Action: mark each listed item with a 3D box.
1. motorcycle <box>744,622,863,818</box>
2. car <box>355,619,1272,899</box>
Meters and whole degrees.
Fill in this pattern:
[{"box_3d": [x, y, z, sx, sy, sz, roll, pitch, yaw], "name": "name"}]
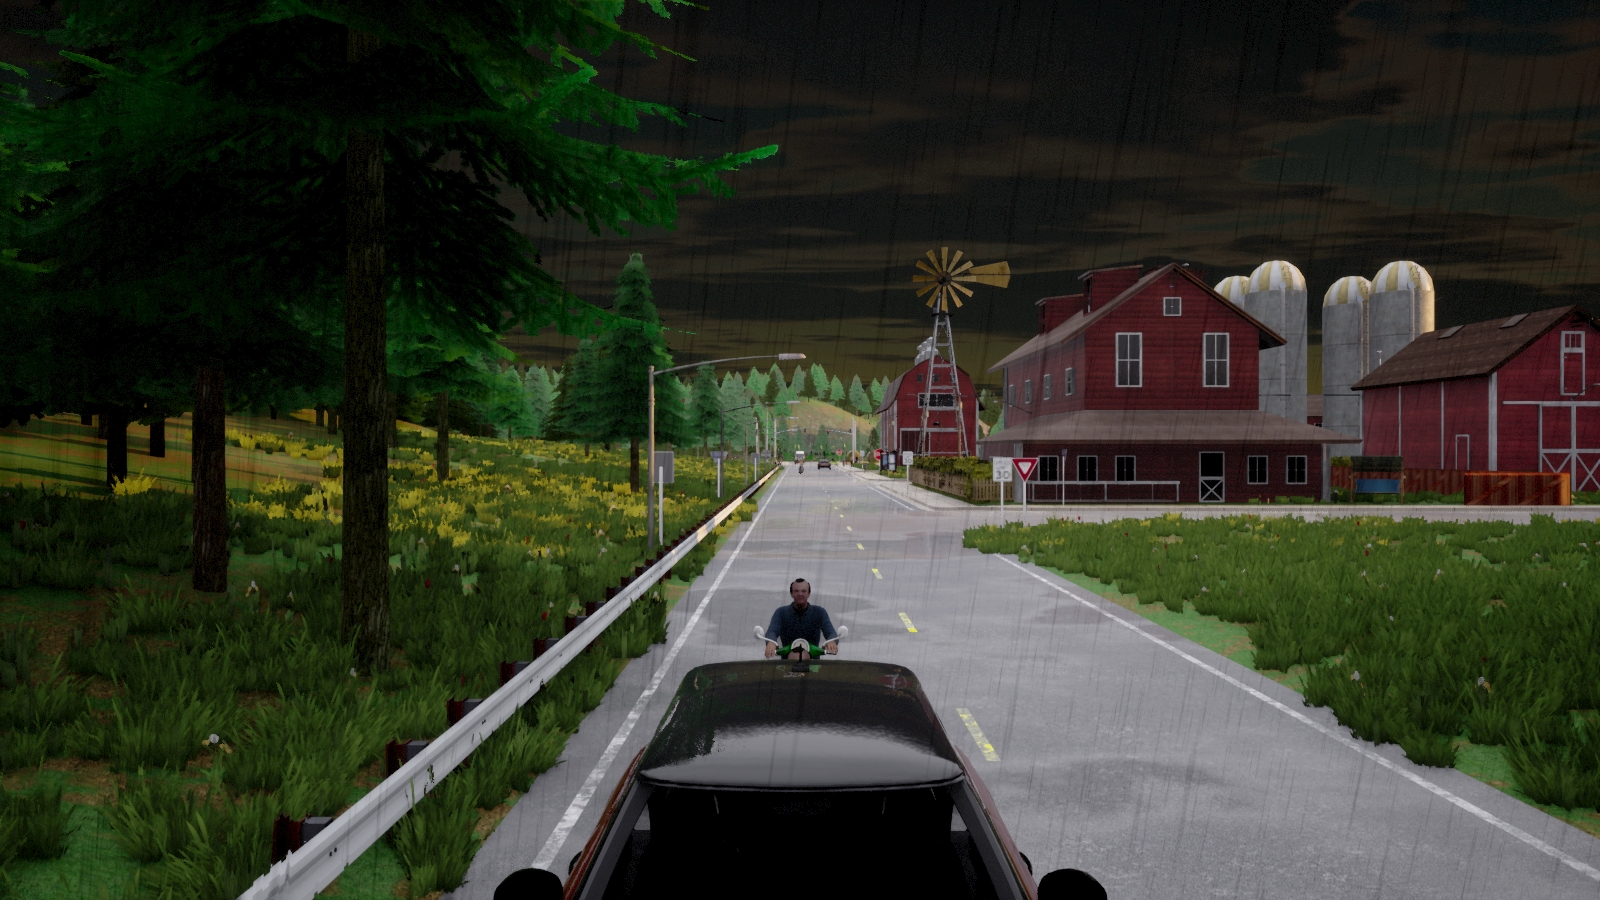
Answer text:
[{"box_3d": [0.024, 2.229, 9.842, 0.867, 1.251, 2.209, -2, -3, 0], "name": "motorcycle"}, {"box_3d": [0.032, 1.899, 4.503, 2.097, 1.767, 4.553, 0, 0, 0], "name": "car"}]
